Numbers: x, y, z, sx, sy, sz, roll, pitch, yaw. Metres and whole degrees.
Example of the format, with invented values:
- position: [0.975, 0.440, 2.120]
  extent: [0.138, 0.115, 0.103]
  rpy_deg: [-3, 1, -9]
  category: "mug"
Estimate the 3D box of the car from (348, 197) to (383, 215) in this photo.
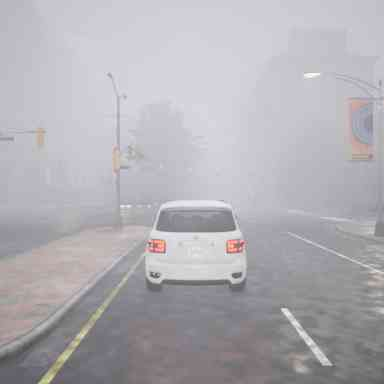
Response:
- position: [18.015, 1.492, 32.812]
  extent: [4.902, 1.511, 2.128]
  rpy_deg: [0, 0, 0]
  category: "car"

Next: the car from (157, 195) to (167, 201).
- position: [-7.733, 1.552, 86.256]
  extent: [1.994, 1.385, 4.181]
  rpy_deg: [0, 0, 0]
  category: "car"

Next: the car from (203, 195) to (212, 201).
- position: [3.752, 1.540, 81.414]
  extent: [2.033, 1.411, 5.357]
  rpy_deg: [0, 0, 0]
  category: "car"

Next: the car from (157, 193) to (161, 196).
- position: [-7.818, 1.525, 66.824]
  extent: [1.812, 1.442, 4.674]
  rpy_deg: [0, 0, 1]
  category: "car"

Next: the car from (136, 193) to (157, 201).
- position: [-7.902, 1.352, 57.940]
  extent: [2.097, 1.767, 4.553]
  rpy_deg: [0, 0, 0]
  category: "car"

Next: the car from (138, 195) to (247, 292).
- position: [0.099, 1.221, 9.059]
  extent: [2.150, 2.045, 5.566]
  rpy_deg: [0, 0, 0]
  category: "car"

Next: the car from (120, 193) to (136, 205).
- position: [-11.384, 1.491, 59.720]
  extent: [2.128, 1.511, 4.902]
  rpy_deg: [0, 0, 1]
  category: "car"

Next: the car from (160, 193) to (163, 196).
- position: [-7.764, 1.225, 76.441]
  extent: [2.150, 2.045, 5.566]
  rpy_deg: [0, 0, 0]
  category: "car"

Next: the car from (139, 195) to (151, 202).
- position: [-11.252, 1.525, 80.077]
  extent: [2.128, 1.511, 4.902]
  rpy_deg: [0, 0, 0]
  category: "car"

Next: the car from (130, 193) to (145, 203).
- position: [-11.285, 1.225, 69.639]
  extent: [2.150, 2.045, 5.566]
  rpy_deg: [0, 0, 0]
  category: "car"
